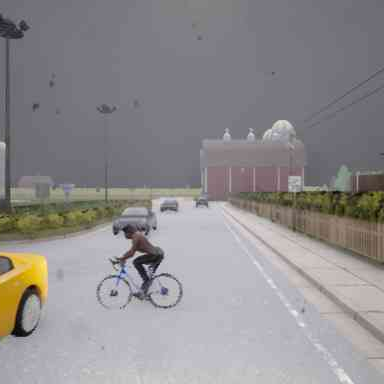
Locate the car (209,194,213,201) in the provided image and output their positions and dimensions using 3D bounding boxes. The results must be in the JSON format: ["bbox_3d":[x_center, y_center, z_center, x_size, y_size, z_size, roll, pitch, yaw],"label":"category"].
[{"bbox_3d":[2.434,1.286,75.702,4.553,1.767,2.097,0,0,36],"label":"car"}]

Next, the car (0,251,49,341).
[{"bbox_3d":[-3.523,1.478,3.857,1.882,1.535,5.008,0,0,2],"label":"car"}]

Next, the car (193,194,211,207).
[{"bbox_3d":[1.529,1.504,50.915,1.837,1.490,4.892,0,0,2],"label":"car"}]

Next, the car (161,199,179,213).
[{"bbox_3d":[-2.445,1.547,38.085,2.033,1.411,5.357,0,0,2],"label":"car"}]

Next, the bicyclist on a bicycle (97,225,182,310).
[{"bbox_3d":[-1.018,1.452,6.342,1.656,1.620,0.582,-2,0,2],"label":"bicyclist on a bicycle"}]

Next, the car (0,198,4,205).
[{"bbox_3d":[-20.047,1.564,31.098,1.994,1.385,4.181,0,0,1],"label":"car"}]

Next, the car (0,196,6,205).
[{"bbox_3d":[-24.858,1.310,40.143,4.605,1.855,1.932,0,0,1],"label":"car"}]

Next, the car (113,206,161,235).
[{"bbox_3d":[-3.092,1.526,18.800,1.812,1.442,4.674,0,0,2],"label":"car"}]
